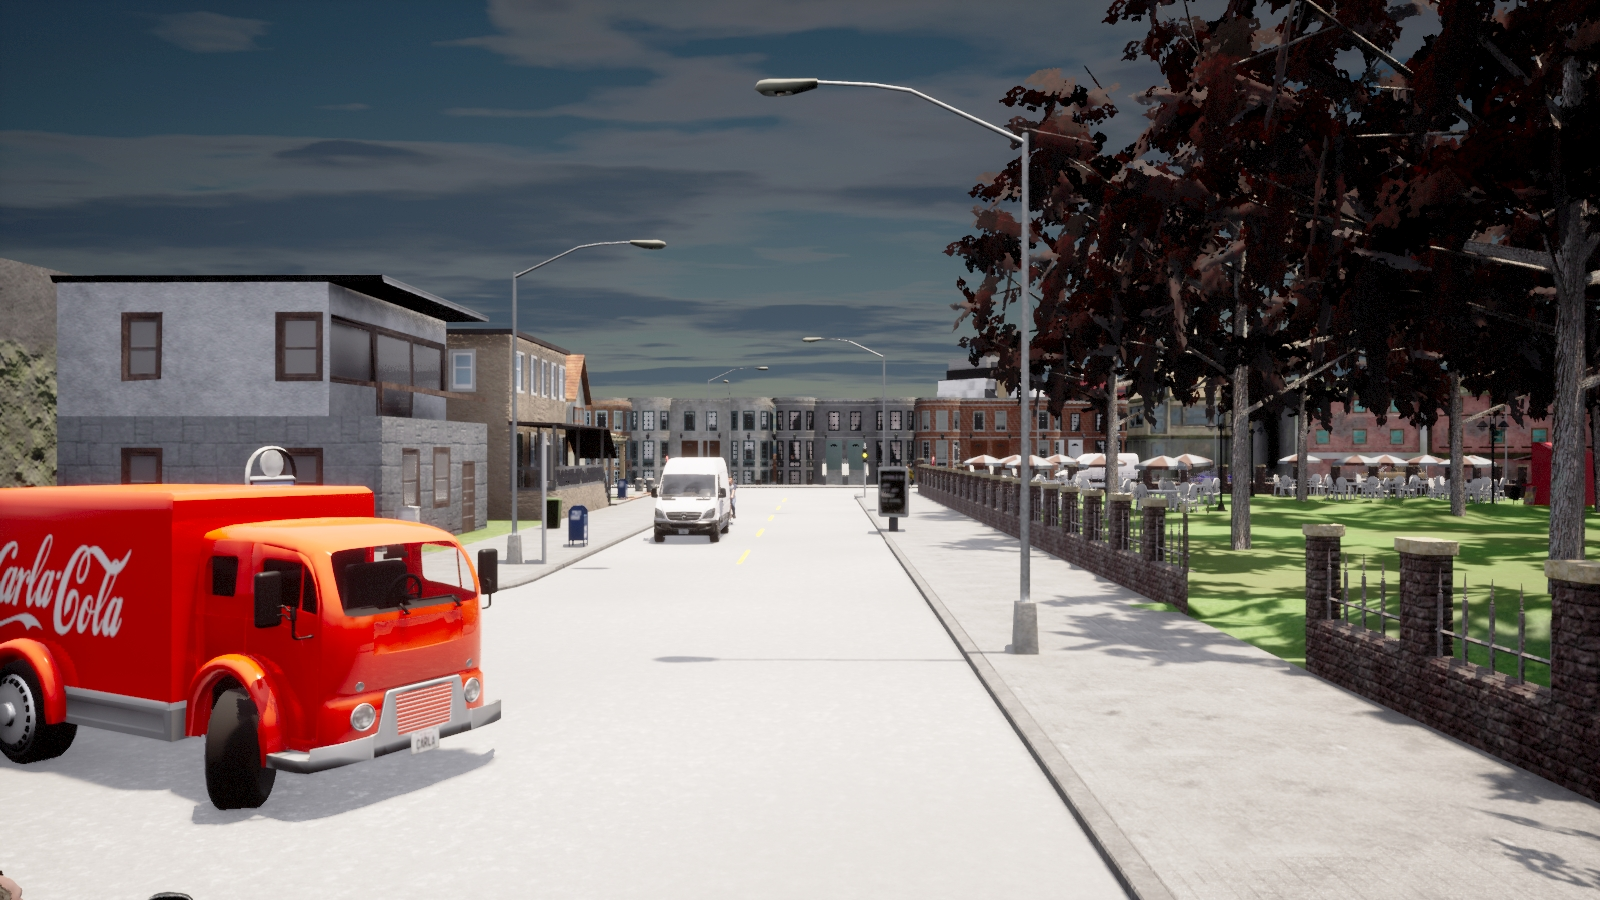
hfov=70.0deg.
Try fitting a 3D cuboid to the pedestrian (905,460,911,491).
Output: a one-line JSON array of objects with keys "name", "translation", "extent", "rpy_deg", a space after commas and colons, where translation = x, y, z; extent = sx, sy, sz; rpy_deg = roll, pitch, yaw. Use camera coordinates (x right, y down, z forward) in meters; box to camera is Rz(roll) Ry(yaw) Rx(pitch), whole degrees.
[{"name": "pedestrian", "translation": [6.496, 1.516, 68.774], "extent": [0.375, 1.860, 0.375], "rpy_deg": [0, 0, 3]}]

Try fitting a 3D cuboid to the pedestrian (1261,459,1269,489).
[{"name": "pedestrian", "translation": [29.472, 1.525, 72.384], "extent": [0.375, 1.860, 0.375], "rpy_deg": [0, 0, 0]}]

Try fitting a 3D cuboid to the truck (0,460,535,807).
[{"name": "truck", "translation": [-5.359, 1.348, 10.678], "extent": [5.204, 2.467, 2.627], "rpy_deg": [0, 0, 29]}]

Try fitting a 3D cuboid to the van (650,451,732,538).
[{"name": "van", "translation": [-3.393, 1.314, 36.728], "extent": [1.988, 2.561, 5.915], "rpy_deg": [0, 0, 1]}]

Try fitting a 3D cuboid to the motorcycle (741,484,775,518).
[{"name": "motorcycle", "translation": [-1.677, 1.985, 45.065], "extent": [0.867, 1.251, 2.209], "rpy_deg": [0, 0, -15]}]
